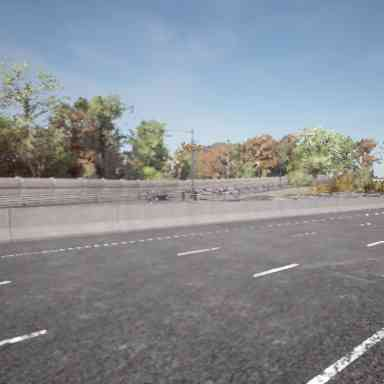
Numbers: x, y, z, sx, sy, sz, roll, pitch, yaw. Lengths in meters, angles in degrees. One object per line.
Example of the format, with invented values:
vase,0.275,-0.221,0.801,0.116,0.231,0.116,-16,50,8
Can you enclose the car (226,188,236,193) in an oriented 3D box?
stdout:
car,9.097,-0.208,77.429,1.812,1.442,4.674,0,2,28

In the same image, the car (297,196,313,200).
car,19.088,1.336,54.319,4.718,1.301,1.895,0,0,-41

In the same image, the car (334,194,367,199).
car,23.186,1.262,48.620,5.008,1.535,1.882,0,0,-41

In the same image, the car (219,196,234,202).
car,5.527,1.242,42.482,4.902,1.511,2.128,0,0,-41

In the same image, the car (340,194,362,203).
car,31.084,1.253,64.805,4.902,1.511,2.128,0,0,-41

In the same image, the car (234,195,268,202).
car,7.608,1.126,39.653,4.553,1.767,2.097,0,1,-41

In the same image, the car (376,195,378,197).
car,35.423,1.298,59.300,4.902,1.511,2.128,0,0,-41

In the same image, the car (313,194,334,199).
car,21.281,1.112,51.596,4.553,1.767,2.097,0,0,-41

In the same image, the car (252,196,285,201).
car,9.100,1.402,36.317,4.718,1.301,1.895,0,0,-41

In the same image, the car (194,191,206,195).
car,1.976,0.419,63.816,1.895,1.301,4.718,0,2,26

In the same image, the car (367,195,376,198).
car,33.471,1.252,62.243,4.892,1.490,1.837,0,0,-41

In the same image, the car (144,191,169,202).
car,-5.103,0.628,48.957,1.837,1.490,4.892,0,0,26
